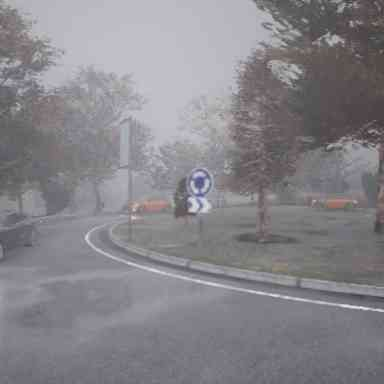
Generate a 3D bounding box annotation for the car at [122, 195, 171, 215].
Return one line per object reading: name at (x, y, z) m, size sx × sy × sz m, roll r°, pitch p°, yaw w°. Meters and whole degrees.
car at (-4.026, 1.058, 29.700) m, size 2.097 × 1.767 × 4.553 m, roll 1°, pitch 1°, yaw 42°

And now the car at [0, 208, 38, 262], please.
car at (-6.717, 1.354, 11.092) m, size 1.837 × 1.490 × 4.892 m, roll 1°, pitch 0°, yaw -7°

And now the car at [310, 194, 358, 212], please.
car at (14.755, 1.017, 34.557) m, size 4.553 × 1.767 × 2.097 m, roll 1°, pitch 1°, yaw 27°
